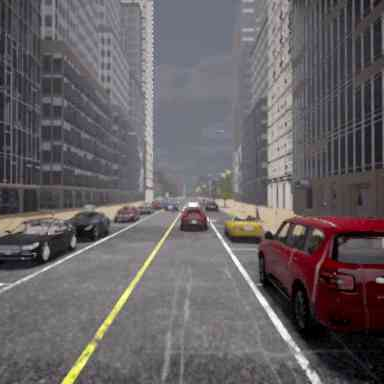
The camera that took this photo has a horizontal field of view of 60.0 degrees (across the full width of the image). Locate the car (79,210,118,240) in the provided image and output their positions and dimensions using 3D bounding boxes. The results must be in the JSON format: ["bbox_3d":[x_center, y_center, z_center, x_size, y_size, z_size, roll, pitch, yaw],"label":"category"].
[{"bbox_3d":[-5.666,1.755,18.140,1.947,1.339,4.313,0,-1,0],"label":"car"}]

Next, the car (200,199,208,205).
[{"bbox_3d":[2.791,2.382,80.727,1.802,1.307,4.206,0,-1,0],"label":"car"}]

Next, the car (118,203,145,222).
[{"bbox_3d":[-5.651,1.886,29.522,1.802,1.307,4.206,0,-1,0],"label":"car"}]

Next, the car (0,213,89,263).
[{"bbox_3d":[-5.672,1.682,12.448,2.008,1.369,4.403,0,-1,0],"label":"car"}]

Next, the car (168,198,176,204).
[{"bbox_3d":[-5.575,2.472,92.136,1.947,1.339,4.313,0,-1,0],"label":"car"}]

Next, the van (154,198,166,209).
[{"bbox_3d":[-5.616,1.925,57.986,1.690,1.788,3.998,0,-1,0],"label":"van"}]

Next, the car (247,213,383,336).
[{"bbox_3d":[2.703,1.387,6.737,2.192,1.841,5.009,0,-1,0],"label":"car"}]

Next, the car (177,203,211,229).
[{"bbox_3d":[0.134,1.772,23.818,1.812,1.442,4.674,0,0,0],"label":"car"}]

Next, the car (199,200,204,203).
[{"bbox_3d":[0.150,2.028,42.000,1.895,1.301,4.718,0,-1,0],"label":"car"}]

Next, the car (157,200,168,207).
[{"bbox_3d":[-5.610,2.220,63.676,1.802,1.307,4.206,0,-1,0],"label":"car"}]

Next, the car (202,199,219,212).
[{"bbox_3d":[2.750,2.039,46.577,1.947,1.339,4.313,0,-1,0],"label":"car"}]

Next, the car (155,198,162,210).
[{"bbox_3d":[-5.624,2.073,52.292,1.887,1.381,4.507,0,-1,0],"label":"car"}]

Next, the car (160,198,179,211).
[{"bbox_3d":[-2.971,1.983,48.435,2.128,1.511,4.902,0,-1,1],"label":"car"}]

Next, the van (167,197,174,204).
[{"bbox_3d":[-5.581,2.194,86.446,1.690,1.788,3.998,0,-1,0],"label":"van"}]

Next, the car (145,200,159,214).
[{"bbox_3d":[-5.638,1.968,40.908,2.008,1.369,4.403,0,-1,0],"label":"car"}]

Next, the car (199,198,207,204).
[{"bbox_3d":[2.799,2.380,86.589,1.752,1.417,4.829,0,-1,0],"label":"car"}]

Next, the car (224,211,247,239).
[{"bbox_3d":[2.716,1.716,18.287,1.752,1.417,4.829,0,-1,0],"label":"car"}]
